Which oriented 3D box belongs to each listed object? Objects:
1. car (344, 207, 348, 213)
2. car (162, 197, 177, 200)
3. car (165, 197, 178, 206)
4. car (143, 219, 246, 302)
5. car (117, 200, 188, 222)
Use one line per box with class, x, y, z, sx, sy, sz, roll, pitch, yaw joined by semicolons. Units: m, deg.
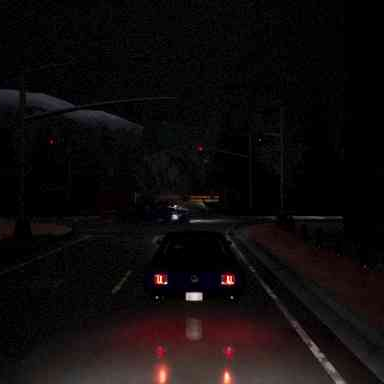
car;16.232;1.616;29.688;4.718;1.301;1.895;0;0;-1
car;-3.561;1.526;47.302;1.812;1.442;4.674;0;0;0
car;-3.541;1.601;57.314;1.895;1.301;4.718;0;0;0
car;0.063;1.601;8.230;1.895;1.301;4.718;0;0;0
car;-2.959;1.543;25.574;5.357;1.411;2.033;0;0;-2
